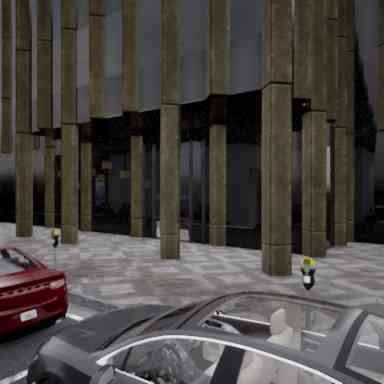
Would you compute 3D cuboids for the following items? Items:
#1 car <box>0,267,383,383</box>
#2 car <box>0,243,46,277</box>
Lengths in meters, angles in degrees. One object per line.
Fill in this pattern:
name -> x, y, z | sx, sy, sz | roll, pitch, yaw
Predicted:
car -> 0.403, 1.550, 2.672 | 4.403, 1.369, 2.008 | 0, 0, 35
car -> -4.039, 1.542, 5.809 | 4.507, 1.381, 1.887 | 0, 0, 35
